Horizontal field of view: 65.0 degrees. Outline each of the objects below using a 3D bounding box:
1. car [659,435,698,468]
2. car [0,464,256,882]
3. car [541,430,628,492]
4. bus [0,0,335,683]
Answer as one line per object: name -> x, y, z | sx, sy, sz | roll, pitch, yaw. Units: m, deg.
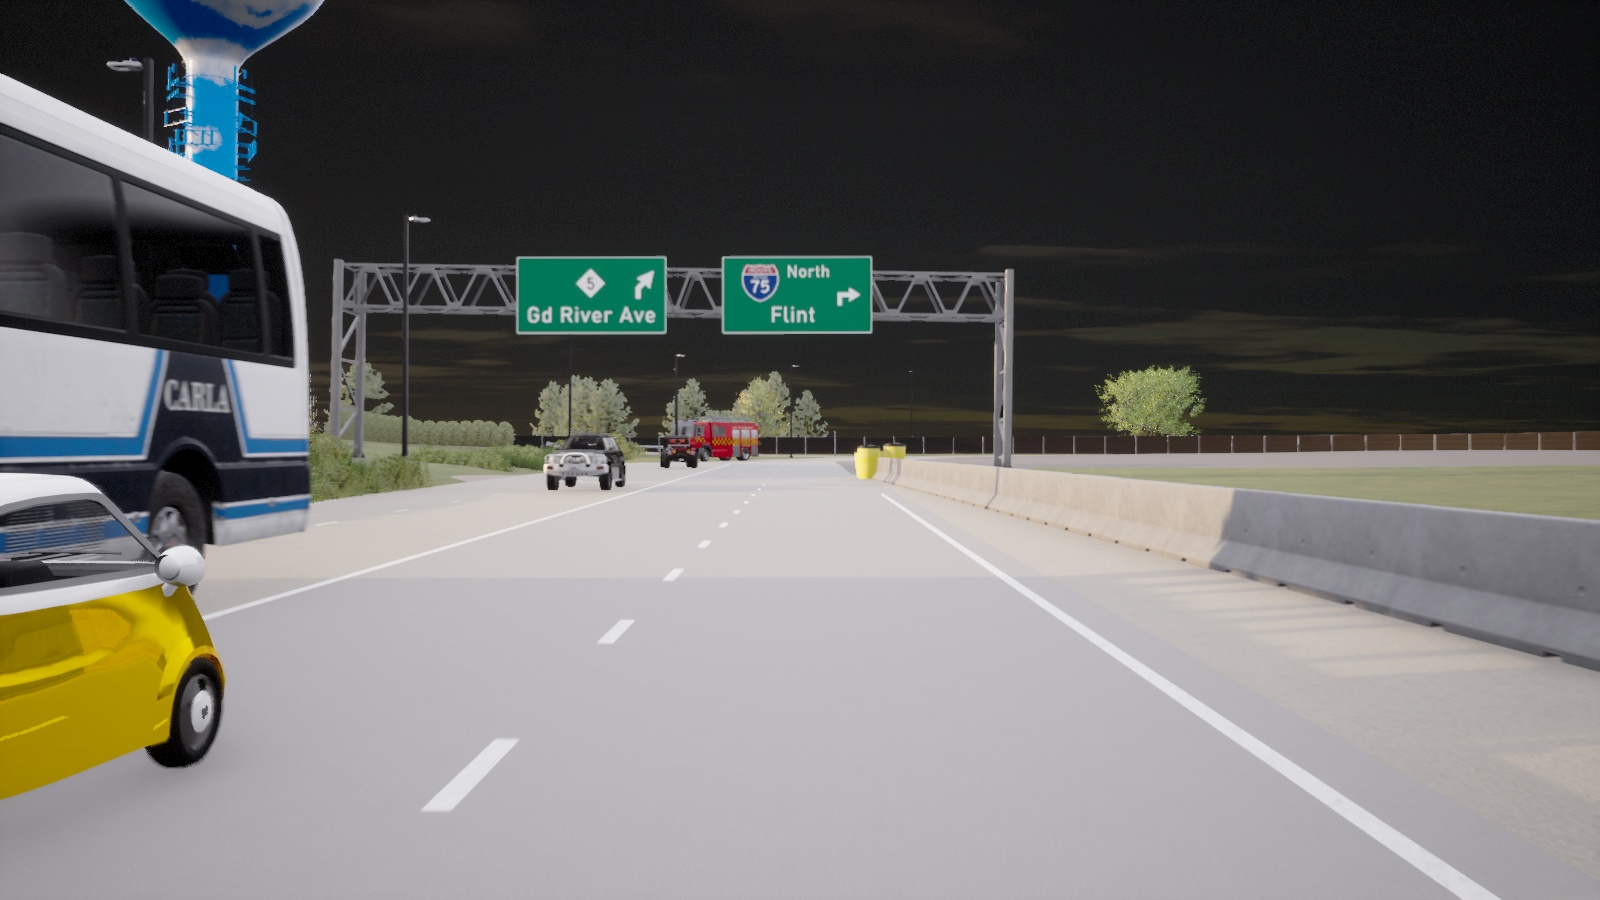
car -> -7.042, 0.081, 72.669 | 1.905, 1.878, 3.866 | 0, 0, -11
car -> -3.455, 0.770, 5.143 | 1.481, 1.376, 2.207 | 0, 1, 0
car -> -6.754, 0.314, 39.780 | 1.932, 1.855, 4.605 | 0, 0, 0
bus -> -6.936, -0.683, 8.182 | 3.944, 4.253, 10.273 | 0, 0, 0
